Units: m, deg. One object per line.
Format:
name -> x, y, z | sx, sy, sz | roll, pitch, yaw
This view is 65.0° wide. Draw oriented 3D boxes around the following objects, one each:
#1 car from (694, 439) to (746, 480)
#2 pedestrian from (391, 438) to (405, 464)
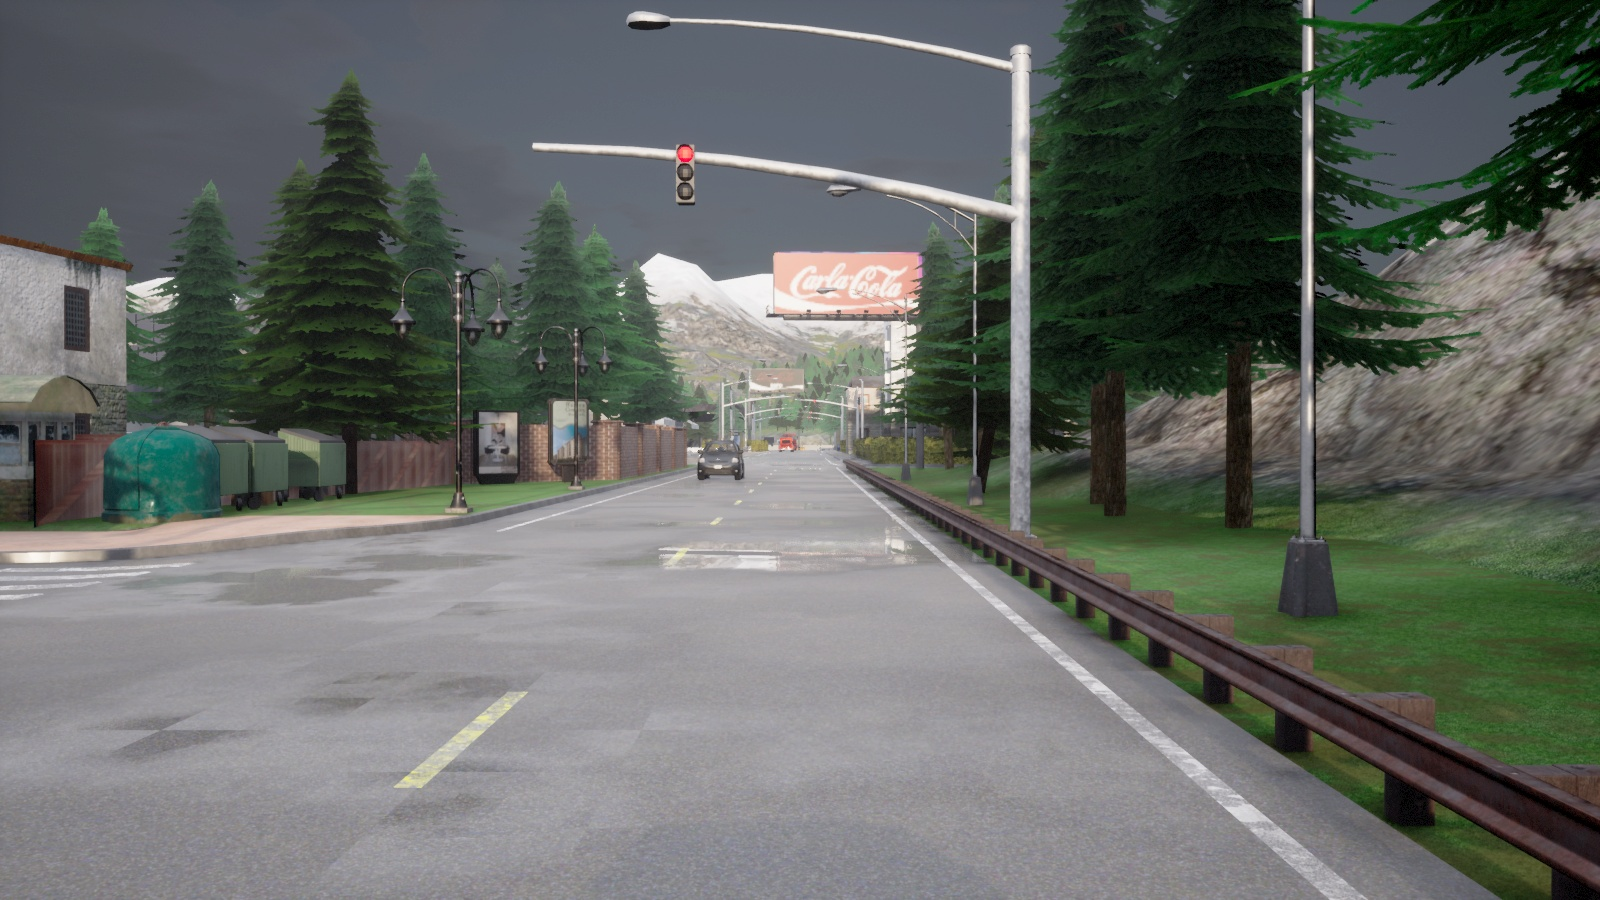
car -> -3.192, 0.355, 50.906 | 1.851, 1.617, 3.988 | 0, 0, 0
pedestrian -> -28.803, 0.052, 90.008 | 0.849, 1.883, 0.563 | 0, 0, 0
